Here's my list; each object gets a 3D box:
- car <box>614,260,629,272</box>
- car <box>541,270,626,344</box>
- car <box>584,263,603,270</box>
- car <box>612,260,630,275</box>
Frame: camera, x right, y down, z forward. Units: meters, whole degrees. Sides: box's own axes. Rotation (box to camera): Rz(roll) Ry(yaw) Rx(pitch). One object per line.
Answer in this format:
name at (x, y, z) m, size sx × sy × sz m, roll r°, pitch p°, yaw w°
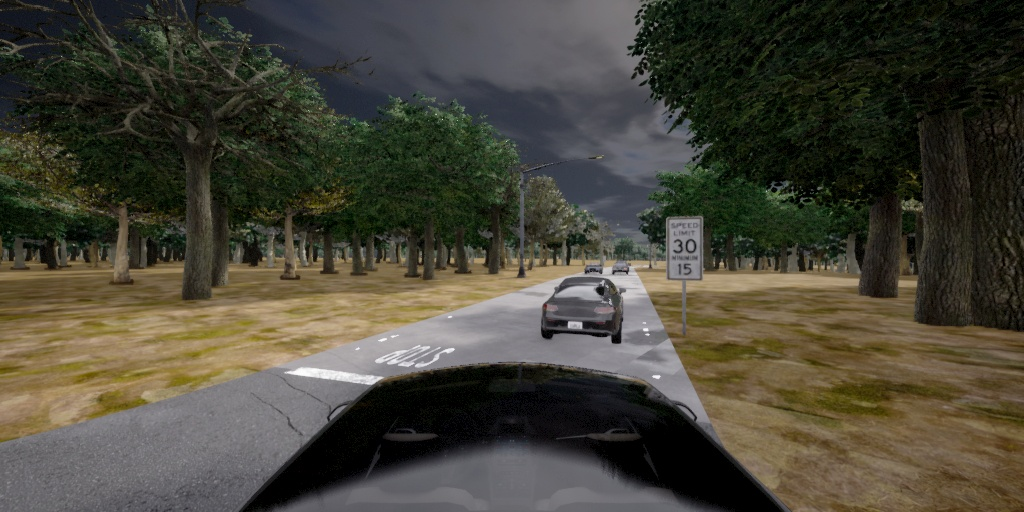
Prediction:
car at (16.179, 1.429, 52.830) m, size 2.097 × 1.767 × 4.553 m, roll 0°, pitch -1°, yaw 18°
car at (2.029, 1.278, 9.657) m, size 1.812 × 1.442 × 4.674 m, roll 0°, pitch 0°, yaw 18°
car at (10.109, 1.500, 44.058) m, size 1.994 × 1.385 × 4.181 m, roll 0°, pitch -1°, yaw 18°
car at (13.001, 1.482, 42.990) m, size 2.033 × 1.411 × 5.357 m, roll 0°, pitch -1°, yaw 18°
